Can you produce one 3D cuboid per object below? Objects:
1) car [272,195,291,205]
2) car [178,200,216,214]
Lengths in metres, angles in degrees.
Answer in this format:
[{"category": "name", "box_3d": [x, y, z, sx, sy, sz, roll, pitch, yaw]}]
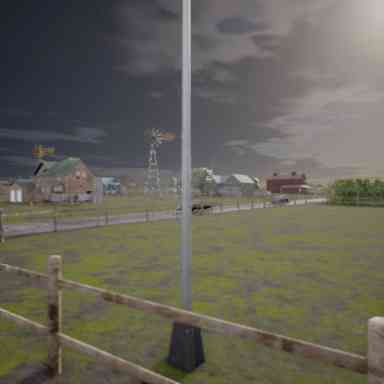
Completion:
[{"category": "car", "box_3d": [14.581, 1.239, 54.163, 2.128, 1.511, 4.902, -1, 0, 35]}, {"category": "car", "box_3d": [0.535, 1.465, 33.697, 1.895, 1.301, 4.718, -1, 0, 34]}]
